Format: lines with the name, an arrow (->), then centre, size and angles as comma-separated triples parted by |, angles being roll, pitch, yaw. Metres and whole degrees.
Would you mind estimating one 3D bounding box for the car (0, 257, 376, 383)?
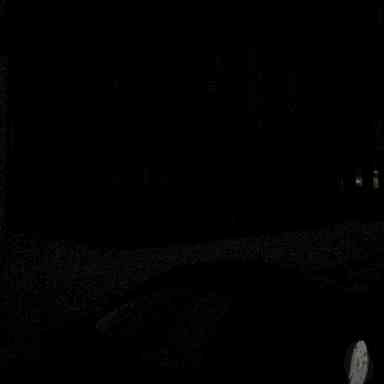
car -> 0.236, 1.567, 3.576 | 5.008, 1.535, 1.882 | 1, -2, -42
